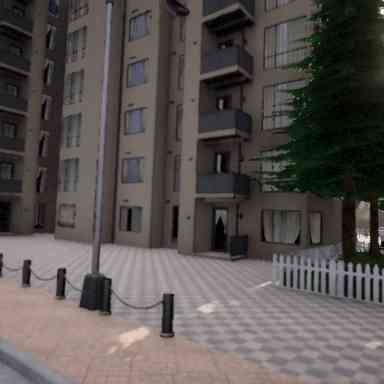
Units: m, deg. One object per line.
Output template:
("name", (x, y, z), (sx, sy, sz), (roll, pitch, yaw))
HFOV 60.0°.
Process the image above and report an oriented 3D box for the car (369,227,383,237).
("car", (25.828, 5.305, 43.564), (4.674, 1.442, 1.812), (-1, -5, 37))
